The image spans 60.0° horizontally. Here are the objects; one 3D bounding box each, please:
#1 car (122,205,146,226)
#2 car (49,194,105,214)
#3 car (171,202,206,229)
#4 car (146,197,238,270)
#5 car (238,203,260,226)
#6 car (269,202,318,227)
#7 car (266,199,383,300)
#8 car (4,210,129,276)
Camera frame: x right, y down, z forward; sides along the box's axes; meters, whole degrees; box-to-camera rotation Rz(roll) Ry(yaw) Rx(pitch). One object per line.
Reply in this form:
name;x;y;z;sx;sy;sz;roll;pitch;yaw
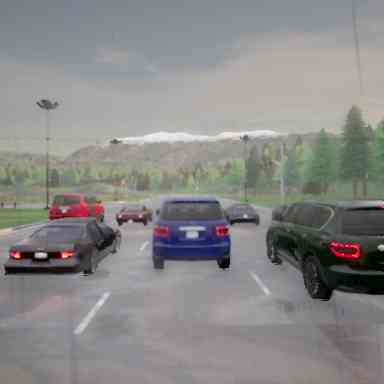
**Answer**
car;-3.721;1.496;22.411;1.895;1.301;4.718;0;0;0
car;-7.199;1.129;21.294;2.150;2.045;5.566;0;0;-1
car;-0.216;1.437;22.123;2.033;1.411;5.357;0;0;-1
car;-0.054;1.164;10.976;2.150;2.045;5.566;0;0;-1
car;3.278;1.445;22.530;1.994;1.385;4.181;0;0;-1
car;6.780;1.437;22.616;1.994;1.385;4.181;0;0;-1
car;3.490;1.174;8.386;2.150;2.045;5.566;0;1;-1
car;-3.531;1.502;10.198;2.033;1.411;5.357;0;0;-1
